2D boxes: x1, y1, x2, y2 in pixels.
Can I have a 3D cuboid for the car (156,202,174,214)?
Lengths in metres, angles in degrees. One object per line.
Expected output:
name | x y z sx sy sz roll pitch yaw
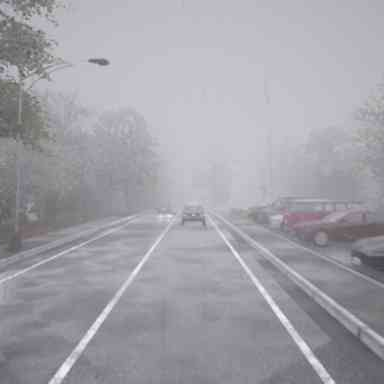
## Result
car | -3.311 1.939 41.150 2.128 1.511 4.902 0 -1 0

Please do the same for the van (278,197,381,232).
van | 7.203 1.362 17.733 4.442 1.987 1.878 0 -1 0

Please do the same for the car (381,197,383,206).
car | 20.212 1.469 31.370 5.566 2.045 2.435 0 -1 0

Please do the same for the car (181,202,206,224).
car | 0.117 1.735 26.155 2.033 1.411 5.357 0 -1 0

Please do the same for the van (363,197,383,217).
van | 20.306 1.539 34.262 4.442 1.987 1.878 0 -1 0

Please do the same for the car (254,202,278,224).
car | 7.124 1.669 23.282 4.792 1.488 2.163 0 -1 0

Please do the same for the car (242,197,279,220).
car | 7.069 1.413 26.061 5.566 2.045 2.435 0 -1 0

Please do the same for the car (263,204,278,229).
car | 7.093 1.653 20.507 4.674 1.452 2.002 0 -1 0

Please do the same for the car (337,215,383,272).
car | 7.046 1.540 9.404 4.792 1.488 2.163 0 -1 0

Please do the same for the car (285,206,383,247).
car | 7.088 1.562 14.955 5.008 1.535 2.097 0 -1 0

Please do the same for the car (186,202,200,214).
car | 0.132 2.019 43.038 1.812 1.442 4.674 0 -1 0

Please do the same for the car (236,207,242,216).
car | 7.112 1.726 31.607 5.008 1.535 2.097 0 -1 0

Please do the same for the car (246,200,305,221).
car | 7.133 1.568 28.832 4.553 1.767 2.185 0 -1 0

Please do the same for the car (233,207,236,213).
car | 7.114 1.768 34.379 4.892 1.521 2.231 0 -1 0

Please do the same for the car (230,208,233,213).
car | 6.927 1.814 37.147 5.366 1.575 1.946 0 -1 0
